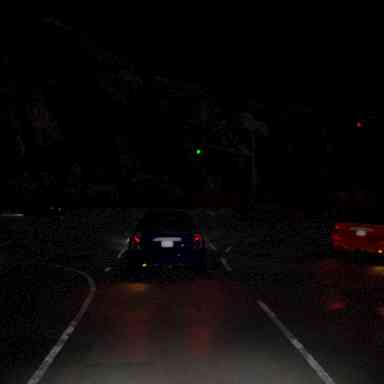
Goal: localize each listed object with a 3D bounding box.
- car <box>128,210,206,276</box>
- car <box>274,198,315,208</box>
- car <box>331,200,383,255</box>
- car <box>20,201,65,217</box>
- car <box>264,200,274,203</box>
[{"bbox_3d":[-0.837,1.364,10.685,2.097,1.767,4.553,0,0,-6],"label":"car"},{"bbox_3d":[13.606,1.523,43.193,4.674,1.442,1.812,0,0,-6],"label":"car"},{"bbox_3d":[6.977,1.348,12.337,2.097,1.767,4.553,1,0,44],"label":"car"},{"bbox_3d":[-14.475,1.609,32.180,4.181,1.385,1.994,0,0,18],"label":"car"},{"bbox_3d":[12.670,1.548,46.623,5.357,1.411,2.033,0,0,-6],"label":"car"}]
